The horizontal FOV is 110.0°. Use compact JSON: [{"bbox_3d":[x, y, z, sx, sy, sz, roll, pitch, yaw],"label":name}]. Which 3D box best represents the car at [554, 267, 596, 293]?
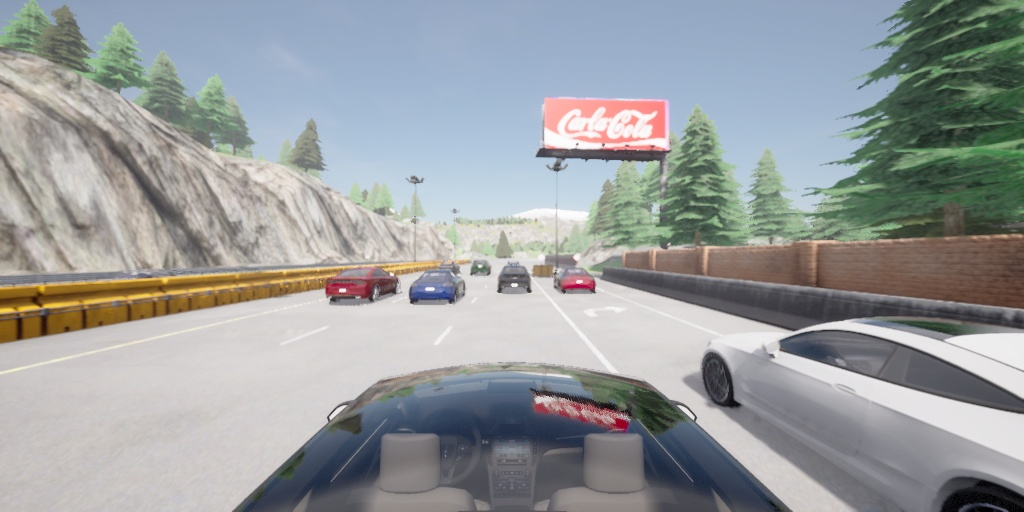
[{"bbox_3d":[3.634,1.343,21.283,1.994,1.385,4.181,0,0,0],"label":"car"}]

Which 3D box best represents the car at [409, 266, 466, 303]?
[{"bbox_3d":[-3.371,1.336,16.773,1.994,1.385,4.181,0,0,0],"label":"car"}]

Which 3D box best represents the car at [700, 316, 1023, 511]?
[{"bbox_3d":[3.614,1.278,3.233,1.812,1.442,4.674,0,0,0],"label":"car"}]

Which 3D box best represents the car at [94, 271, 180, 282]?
[{"bbox_3d":[-17.475,1.370,16.715,1.895,1.301,4.718,0,0,0],"label":"car"}]

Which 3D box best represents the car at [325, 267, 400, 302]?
[{"bbox_3d":[-6.870,1.249,17.012,1.882,1.535,5.008,0,0,0],"label":"car"}]

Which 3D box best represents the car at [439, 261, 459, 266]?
[{"bbox_3d":[-6.849,1.296,39.221,2.128,1.511,4.902,0,0,0],"label":"car"}]

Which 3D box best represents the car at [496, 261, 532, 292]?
[{"bbox_3d":[0.136,1.285,21.539,1.837,1.490,4.892,0,0,0],"label":"car"}]

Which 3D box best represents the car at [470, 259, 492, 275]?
[{"bbox_3d":[-3.349,1.156,39.701,2.097,1.767,4.553,0,0,0],"label":"car"}]
